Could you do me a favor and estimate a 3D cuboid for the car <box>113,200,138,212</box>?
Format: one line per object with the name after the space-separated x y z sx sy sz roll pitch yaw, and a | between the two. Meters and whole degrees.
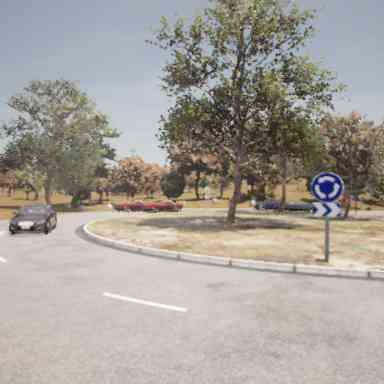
-6.892 1.647 39.095 4.718 1.301 1.895 0 0 -45 | car

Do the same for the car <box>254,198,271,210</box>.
10.769 1.602 45.371 4.553 1.767 2.097 1 0 6 | car

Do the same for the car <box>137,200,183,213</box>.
-3.429 1.651 38.006 4.718 1.301 1.895 0 0 -39 | car

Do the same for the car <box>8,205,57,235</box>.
-8.841 1.485 18.763 2.128 1.511 4.902 0 0 -15 | car

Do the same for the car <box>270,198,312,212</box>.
12.917 1.766 41.667 5.357 1.411 2.033 1 0 14 | car
